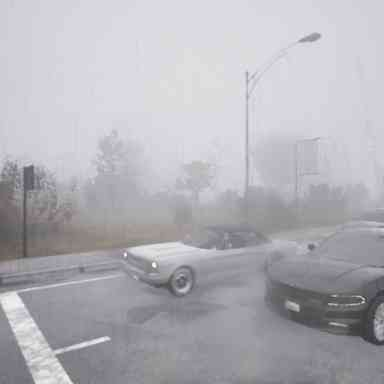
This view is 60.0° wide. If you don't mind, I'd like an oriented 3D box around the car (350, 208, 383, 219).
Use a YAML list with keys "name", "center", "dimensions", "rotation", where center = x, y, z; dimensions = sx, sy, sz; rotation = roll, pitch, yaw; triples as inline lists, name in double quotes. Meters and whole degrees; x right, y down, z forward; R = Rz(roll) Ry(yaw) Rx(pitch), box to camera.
- name: "car"
  center: [8.153, 1.477, 14.101]
  dimensions: [4.892, 1.490, 1.837]
  rotation: [0, 0, -35]

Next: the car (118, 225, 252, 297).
- name: "car"
  center: [0.563, 1.591, 8.702]
  dimensions: [4.718, 1.301, 1.895]
  rotation: [0, 0, -35]

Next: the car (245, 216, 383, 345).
- name: "car"
  center: [3.569, 1.465, 6.534]
  dimensions: [5.008, 1.535, 1.882]
  rotation: [0, 0, -35]
